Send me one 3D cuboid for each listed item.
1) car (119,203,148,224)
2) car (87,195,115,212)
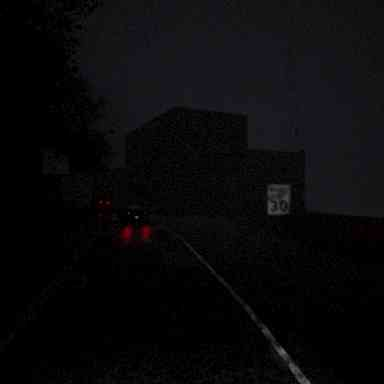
[{"bbox_3d":[-4.528,1.583,25.532,1.812,1.442,4.674,0,0,-17],"label":"car"},{"bbox_3d":[-11.248,1.372,41.717,2.150,2.045,5.566,0,0,-28],"label":"car"}]
